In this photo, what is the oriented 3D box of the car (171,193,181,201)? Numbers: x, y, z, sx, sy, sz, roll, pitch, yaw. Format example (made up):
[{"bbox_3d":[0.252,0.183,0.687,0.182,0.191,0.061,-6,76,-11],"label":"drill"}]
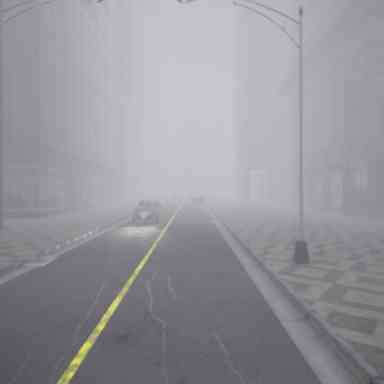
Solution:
[{"bbox_3d":[-3.019,0.934,65.459,2.033,1.411,5.357,0,1,0],"label":"car"}]

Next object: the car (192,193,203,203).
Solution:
[{"bbox_3d":[0.888,1.004,57.191,1.812,1.442,4.674,0,1,0],"label":"car"}]

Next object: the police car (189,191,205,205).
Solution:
[{"bbox_3d":[0.890,1.004,47.300,1.930,1.638,5.238,0,1,0],"label":"police car"}]

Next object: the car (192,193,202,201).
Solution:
[{"bbox_3d":[0.886,0.920,63.192,1.837,1.490,4.892,0,1,0],"label":"car"}]

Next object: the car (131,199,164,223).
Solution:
[{"bbox_3d":[-3.103,1.291,23.877,2.128,1.511,4.902,0,1,0],"label":"car"}]
